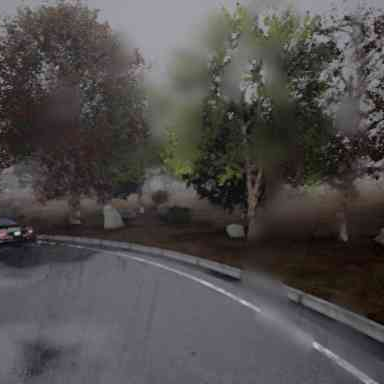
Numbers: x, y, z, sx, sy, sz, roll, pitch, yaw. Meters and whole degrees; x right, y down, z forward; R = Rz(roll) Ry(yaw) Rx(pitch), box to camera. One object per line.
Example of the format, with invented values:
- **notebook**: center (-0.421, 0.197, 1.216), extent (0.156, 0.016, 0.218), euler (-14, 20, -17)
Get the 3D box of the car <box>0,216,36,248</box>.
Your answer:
- **car**: center (-9.000, 1.693, 13.915), extent (5.357, 1.411, 2.033), euler (-1, 0, 26)
